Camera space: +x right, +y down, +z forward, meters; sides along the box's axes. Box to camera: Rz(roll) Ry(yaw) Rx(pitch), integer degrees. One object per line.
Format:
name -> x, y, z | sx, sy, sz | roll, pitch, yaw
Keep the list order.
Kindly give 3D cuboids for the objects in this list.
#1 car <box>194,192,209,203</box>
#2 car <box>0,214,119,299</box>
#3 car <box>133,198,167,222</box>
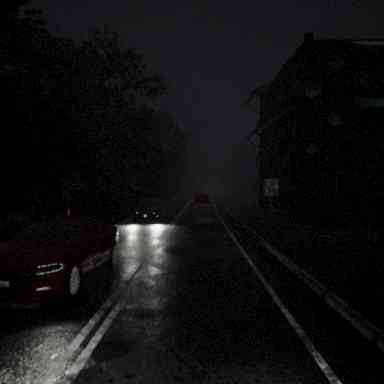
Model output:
car -> 1.360, 0.702, 46.226 | 1.882, 1.535, 5.008 | 0, 1, 2
car -> -3.207, 1.355, 8.231 | 1.882, 1.535, 5.008 | 1, -1, 1
car -> -2.872, 1.212, 23.326 | 1.837, 1.490, 4.892 | 0, 1, 2
